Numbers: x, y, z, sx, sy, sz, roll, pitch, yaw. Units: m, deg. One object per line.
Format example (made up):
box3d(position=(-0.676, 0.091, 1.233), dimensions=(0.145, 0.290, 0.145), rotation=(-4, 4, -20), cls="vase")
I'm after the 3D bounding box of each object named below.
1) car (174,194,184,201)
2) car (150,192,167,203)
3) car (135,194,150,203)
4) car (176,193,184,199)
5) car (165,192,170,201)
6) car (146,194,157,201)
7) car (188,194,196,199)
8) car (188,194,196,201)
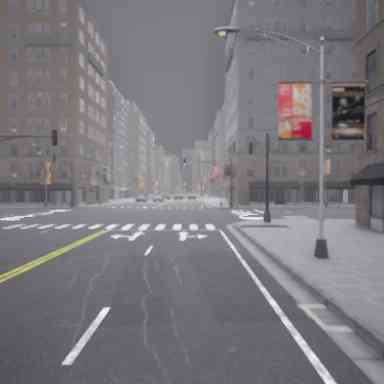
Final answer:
box3d(position=(-3.272, 1.246, 80.427), dimensions=(1.882, 1.535, 5.008), rotation=(0, 0, 0), cls="car")
box3d(position=(-6.533, 1.330, 64.487), dimensions=(1.812, 1.442, 4.674), rotation=(0, 0, 0), cls="car")
box3d(position=(-9.785, 1.282, 64.475), dimensions=(1.882, 1.535, 5.008), rotation=(0, 0, 0), cls="car")
box3d(position=(-3.275, 1.170, 90.844), dimensions=(1.882, 1.535, 5.008), rotation=(0, 0, 0), cls="car")
box3d(position=(-6.522, 0.995, 79.953), dimensions=(2.150, 2.045, 5.566), rotation=(0, 0, 0), cls="car")
box3d(position=(-9.772, 1.295, 79.974), dimensions=(2.128, 1.511, 4.902), rotation=(0, 0, 0), cls="car")
box3d(position=(-0.025, 1.245, 90.844), dimensions=(1.994, 1.385, 4.181), rotation=(0, 0, 0), cls="car")
box3d(position=(-0.022, 1.246, 80.395), dimensions=(1.882, 1.535, 5.008), rotation=(0, 0, 0), cls="car")
